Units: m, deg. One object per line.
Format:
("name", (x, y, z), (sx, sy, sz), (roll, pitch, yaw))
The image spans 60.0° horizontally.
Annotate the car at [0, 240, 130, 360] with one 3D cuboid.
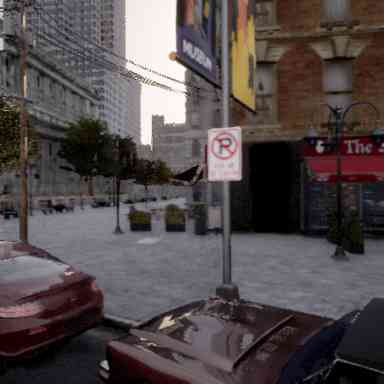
("car", (-3.548, 1.528, 5.373), (4.674, 1.452, 2.002), (0, 0, 28))
